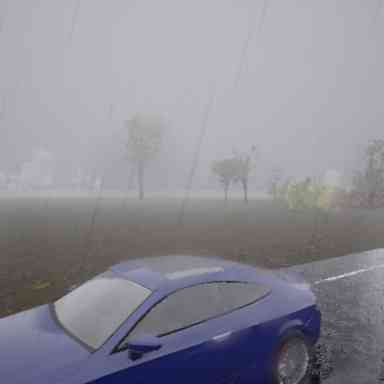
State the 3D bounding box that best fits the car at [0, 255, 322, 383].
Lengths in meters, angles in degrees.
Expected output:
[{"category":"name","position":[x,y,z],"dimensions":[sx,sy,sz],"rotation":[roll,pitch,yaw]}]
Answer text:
[{"category":"car","position":[-0.440,1.524,3.673],"dimensions":[4.674,1.442,1.812],"rotation":[0,0,-35]}]
